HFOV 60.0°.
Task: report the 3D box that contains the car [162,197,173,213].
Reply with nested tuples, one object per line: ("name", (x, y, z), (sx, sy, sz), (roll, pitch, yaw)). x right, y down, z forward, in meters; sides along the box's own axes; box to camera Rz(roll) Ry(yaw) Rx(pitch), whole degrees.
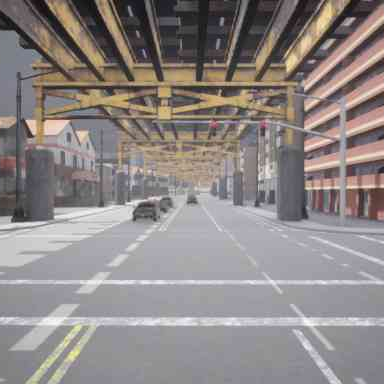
("car", (-3.638, 1.547, 37.422), (2.033, 1.411, 5.357), (0, 0, 0))

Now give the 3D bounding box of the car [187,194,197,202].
("car", (0.003, 1.298, 69.721), (1.882, 1.535, 5.008), (0, 1, 0))

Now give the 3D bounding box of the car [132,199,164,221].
("car", (-3.629, 1.505, 27.060), (1.837, 1.490, 4.892), (0, 0, 0))

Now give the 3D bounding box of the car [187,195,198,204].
("car", (0.029, 1.517, 59.759), (1.895, 1.301, 4.718), (0, 0, 0))
